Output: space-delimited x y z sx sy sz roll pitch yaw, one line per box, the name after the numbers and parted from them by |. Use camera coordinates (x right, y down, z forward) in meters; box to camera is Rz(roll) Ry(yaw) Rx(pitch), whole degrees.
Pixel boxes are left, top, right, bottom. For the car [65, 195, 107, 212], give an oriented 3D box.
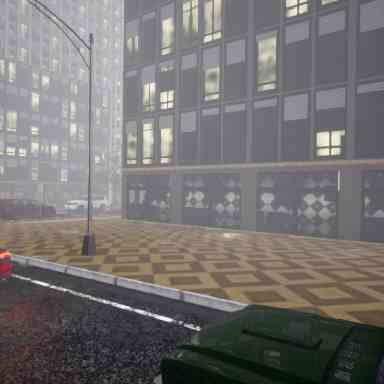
-13.178 1.427 42.030 2.150 2.045 5.566 1 0 37 | car

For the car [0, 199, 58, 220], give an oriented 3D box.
-14.875 1.519 29.960 2.192 1.841 5.009 1 0 36 | car

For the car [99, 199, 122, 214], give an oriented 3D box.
-8.100 1.830 39.189 1.752 1.417 4.829 1 0 36 | car

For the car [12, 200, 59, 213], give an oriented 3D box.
-18.395 1.643 39.327 1.752 1.417 4.829 1 0 36 | car

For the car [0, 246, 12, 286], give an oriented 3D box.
-6.128 1.521 8.018 4.674 1.442 1.812 0 0 35 | car

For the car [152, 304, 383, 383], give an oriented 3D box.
1.983 1.601 2.272 4.718 1.301 1.895 0 0 35 | car
